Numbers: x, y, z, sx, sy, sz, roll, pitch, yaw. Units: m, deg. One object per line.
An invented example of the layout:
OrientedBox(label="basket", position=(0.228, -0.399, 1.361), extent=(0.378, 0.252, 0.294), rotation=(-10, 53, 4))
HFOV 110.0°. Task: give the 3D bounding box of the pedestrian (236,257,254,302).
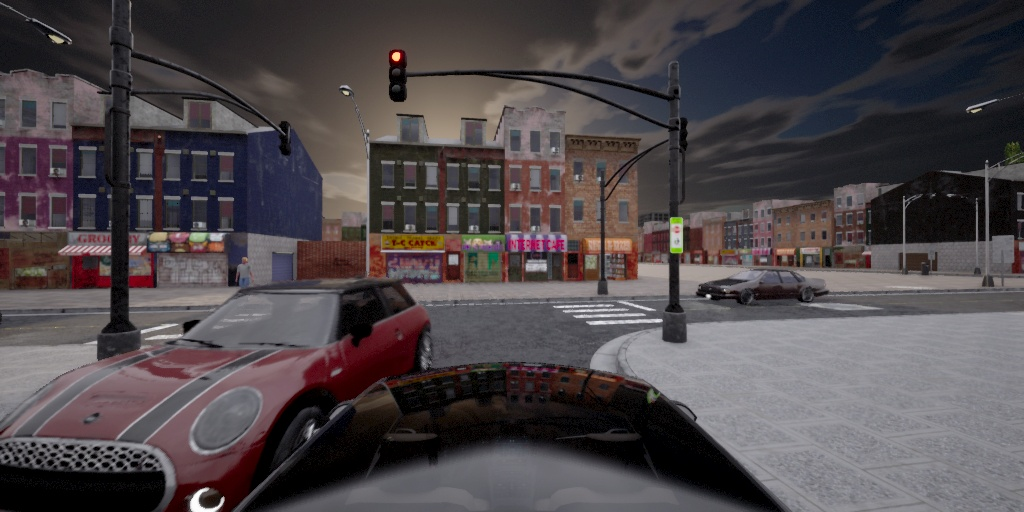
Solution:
OrientedBox(label="pedestrian", position=(-11.107, 0.945, 14.926), extent=(0.375, 1.860, 0.375), rotation=(0, 0, -9))

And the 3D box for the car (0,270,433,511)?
OrientedBox(label="car", position=(-2.557, 1.102, 4.369), extent=(2.097, 1.767, 4.553), rotation=(0, 0, 5))

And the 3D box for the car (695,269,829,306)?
OrientedBox(label="car", position=(10.763, 1.273, 15.439), extent=(5.357, 1.411, 2.033), rotation=(0, 0, -12))

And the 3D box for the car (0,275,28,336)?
OrientedBox(label="car", position=(-15.410, 1.278, 8.332), extent=(4.902, 1.511, 2.128), rotation=(0, 0, -8))
